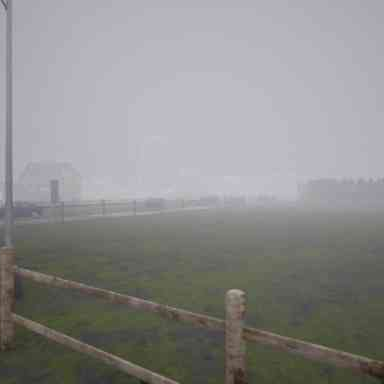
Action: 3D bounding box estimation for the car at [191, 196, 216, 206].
[{"bbox_3d":[1.782,1.324,48.946,1.837,1.490,4.892,-1,0,35],"label":"car"}]

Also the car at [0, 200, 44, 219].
[{"bbox_3d":[-14.166,1.422,25.880,1.882,1.535,5.008,-1,0,36],"label":"car"}]

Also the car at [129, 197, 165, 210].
[{"bbox_3d":[-5.211,1.369,38.831,2.128,1.511,4.902,-1,0,35],"label":"car"}]

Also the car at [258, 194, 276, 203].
[{"bbox_3d":[13.892,1.063,61.420,2.097,1.767,4.553,-1,0,36],"label":"car"}]

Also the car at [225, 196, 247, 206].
[{"bbox_3d":[6.763,1.340,51.041,1.994,1.385,4.181,-1,0,35],"label":"car"}]
